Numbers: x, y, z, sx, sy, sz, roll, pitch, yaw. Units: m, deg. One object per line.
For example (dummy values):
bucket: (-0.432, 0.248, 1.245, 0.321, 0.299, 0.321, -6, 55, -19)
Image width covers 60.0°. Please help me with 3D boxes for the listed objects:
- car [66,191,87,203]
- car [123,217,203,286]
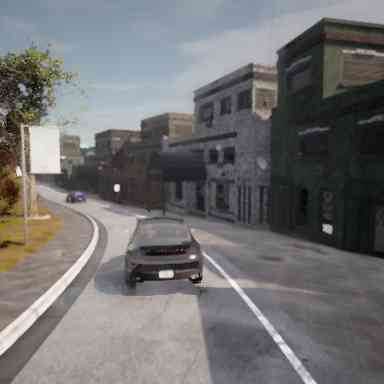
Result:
car: (-15.392, 0.628, 44.254, 1.812, 1.442, 4.674, -3, 5, -32)
car: (-0.884, 1.476, 9.462, 1.837, 1.490, 4.892, -1, 1, -8)
